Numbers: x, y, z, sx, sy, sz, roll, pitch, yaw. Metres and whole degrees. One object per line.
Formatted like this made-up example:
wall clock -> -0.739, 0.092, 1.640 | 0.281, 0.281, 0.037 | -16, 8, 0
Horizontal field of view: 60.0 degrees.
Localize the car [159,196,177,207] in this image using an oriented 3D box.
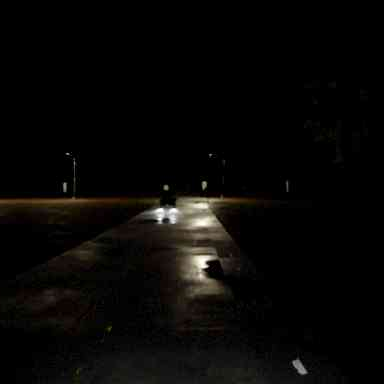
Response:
car -> -2.774, 1.102, 39.553 | 1.895, 1.301, 4.718 | 0, 2, 0
